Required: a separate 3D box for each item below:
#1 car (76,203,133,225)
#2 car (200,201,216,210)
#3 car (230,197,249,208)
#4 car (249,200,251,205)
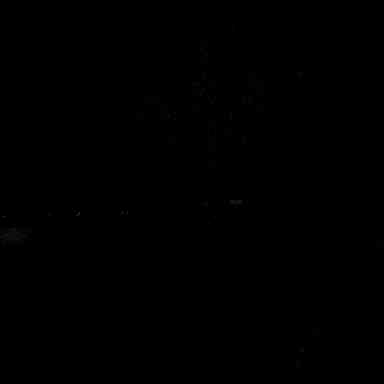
[{"bbox_3d":[-7.392,1.818,27.910,4.553,1.767,2.097,-1,-1,13],"label":"car"},{"bbox_3d":[2.807,2.253,56.351,1.812,1.442,4.674,-1,-1,18],"label":"car"},{"bbox_3d":[8.756,1.970,63.129,2.150,2.045,5.566,-1,-1,19],"label":"car"},{"bbox_3d":[12.675,2.177,75.387,1.882,1.535,5.008,-1,-1,18],"label":"car"}]
